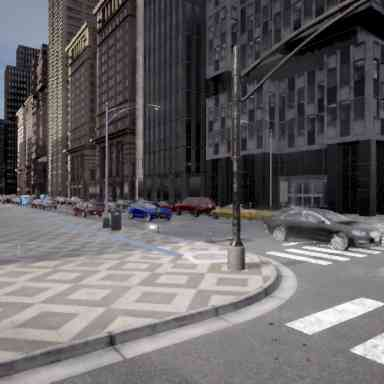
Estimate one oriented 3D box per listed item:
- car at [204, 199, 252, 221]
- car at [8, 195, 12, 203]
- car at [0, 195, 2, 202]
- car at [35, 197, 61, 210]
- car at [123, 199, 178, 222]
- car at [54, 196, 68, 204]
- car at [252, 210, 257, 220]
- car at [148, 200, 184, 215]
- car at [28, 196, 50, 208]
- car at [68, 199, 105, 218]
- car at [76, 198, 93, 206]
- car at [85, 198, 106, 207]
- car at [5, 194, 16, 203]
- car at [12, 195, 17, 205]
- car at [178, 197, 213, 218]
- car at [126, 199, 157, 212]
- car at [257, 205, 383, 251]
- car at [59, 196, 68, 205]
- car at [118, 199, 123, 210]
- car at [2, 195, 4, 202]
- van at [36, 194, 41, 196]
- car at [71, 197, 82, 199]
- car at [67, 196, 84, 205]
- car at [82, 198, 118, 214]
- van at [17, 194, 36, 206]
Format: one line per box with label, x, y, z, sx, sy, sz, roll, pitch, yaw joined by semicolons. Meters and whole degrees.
car;3.410;1.593;27.386;1.752;1.417;4.829;0;0;-35
car;-35.808;1.779;68.029;1.802;1.307;4.206;0;0;-35
car;-45.519;1.690;81.746;1.967;1.590;4.097;0;0;-35
car;-19.624;1.696;45.168;1.802;1.307;4.206;0;0;-35
car;-3.507;1.535;27.016;1.882;1.535;5.008;0;-1;-35
car;-28.859;1.668;72.967;1.967;1.590;4.097;0;0;-35
car;6.646;1.578;22.814;1.752;1.417;4.829;0;0;-35
car;-2.965;1.643;36.391;1.887;1.381;4.507;0;0;-35
car;-22.860;1.712;49.740;1.802;1.307;4.206;0;0;-35
car;-9.913;1.612;31.451;1.887;1.381;4.507;0;0;-35
car;-19.149;1.759;59.251;1.802;1.307;4.206;0;0;-35
car;-15.912;1.727;54.679;1.947;1.339;4.313;0;0;-35
car;-39.046;1.530;72.602;2.192;1.841;5.009;0;0;-35
car;-32.473;1.705;63.318;1.752;1.417;4.829;0;0;-35
car;0.271;1.398;31.820;2.192;1.841;5.009;0;0;-35
car;-6.301;1.639;41.102;1.752;1.417;4.829;0;0;-35
car;5.463;1.506;14.341;2.128;1.511;4.902;0;0;-35
car;-23.536;1.780;60.842;1.895;1.301;4.718;0;0;-36
car;-9.439;1.680;45.535;2.008;1.369;4.403;0;0;-35
car;-42.282;1.814;77.174;1.802;1.307;4.206;0;0;-35
van;-38.570;1.622;86.684;1.690;1.788;3.998;0;0;-35
car;-17.517;1.654;52.343;1.837;1.490;4.892;0;0;-35
car;-22.386;1.634;63.823;1.967;1.590;4.097;0;0;-35
car;-10.198;1.652;36.497;1.994;1.385;4.181;0;0;-35
van;-29.335;1.505;58.885;1.690;1.788;3.998;0;0;-35
